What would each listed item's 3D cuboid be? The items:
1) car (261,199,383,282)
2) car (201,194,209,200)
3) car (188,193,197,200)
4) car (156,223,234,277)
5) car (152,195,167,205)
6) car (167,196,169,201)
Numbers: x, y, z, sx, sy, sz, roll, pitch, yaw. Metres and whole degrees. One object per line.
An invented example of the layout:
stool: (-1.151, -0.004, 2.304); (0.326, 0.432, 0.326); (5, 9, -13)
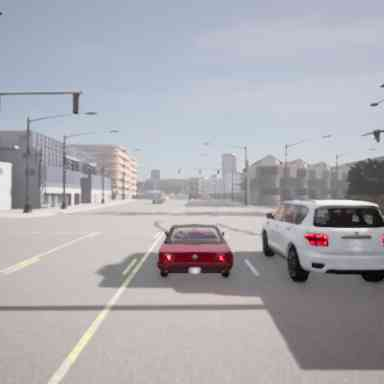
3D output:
car: (3.580, 1.218, 9.876); (2.150, 2.045, 5.566); (0, 0, 0)
car: (3.660, 1.359, 91.198); (2.097, 1.767, 4.553); (0, -1, 0)
car: (0.160, 1.225, 90.850); (2.150, 2.045, 5.566); (0, -1, 0)
car: (0.086, 1.599, 10.176); (1.895, 1.301, 4.718); (0, 0, 0)
car: (-6.893, 1.741, 66.913); (2.128, 1.511, 4.902); (0, 1, 0)
car: (-6.855, 1.489, 82.741); (1.882, 1.535, 5.008); (0, 1, 0)
